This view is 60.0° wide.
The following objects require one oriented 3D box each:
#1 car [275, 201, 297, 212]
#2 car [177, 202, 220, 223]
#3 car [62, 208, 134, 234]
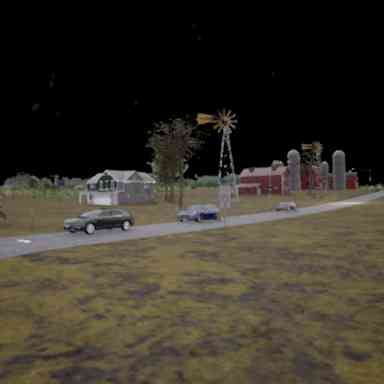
[{"bbox_3d":[13.738,2.147,48.418,1.837,1.490,4.892,-2,-1,36],"label":"car"},{"bbox_3d":[0.647,1.848,30.345,2.097,1.767,4.553,-2,-2,36],"label":"car"},{"bbox_3d":[-5.851,1.806,21.295,1.837,1.490,4.892,-2,-2,35],"label":"car"}]
